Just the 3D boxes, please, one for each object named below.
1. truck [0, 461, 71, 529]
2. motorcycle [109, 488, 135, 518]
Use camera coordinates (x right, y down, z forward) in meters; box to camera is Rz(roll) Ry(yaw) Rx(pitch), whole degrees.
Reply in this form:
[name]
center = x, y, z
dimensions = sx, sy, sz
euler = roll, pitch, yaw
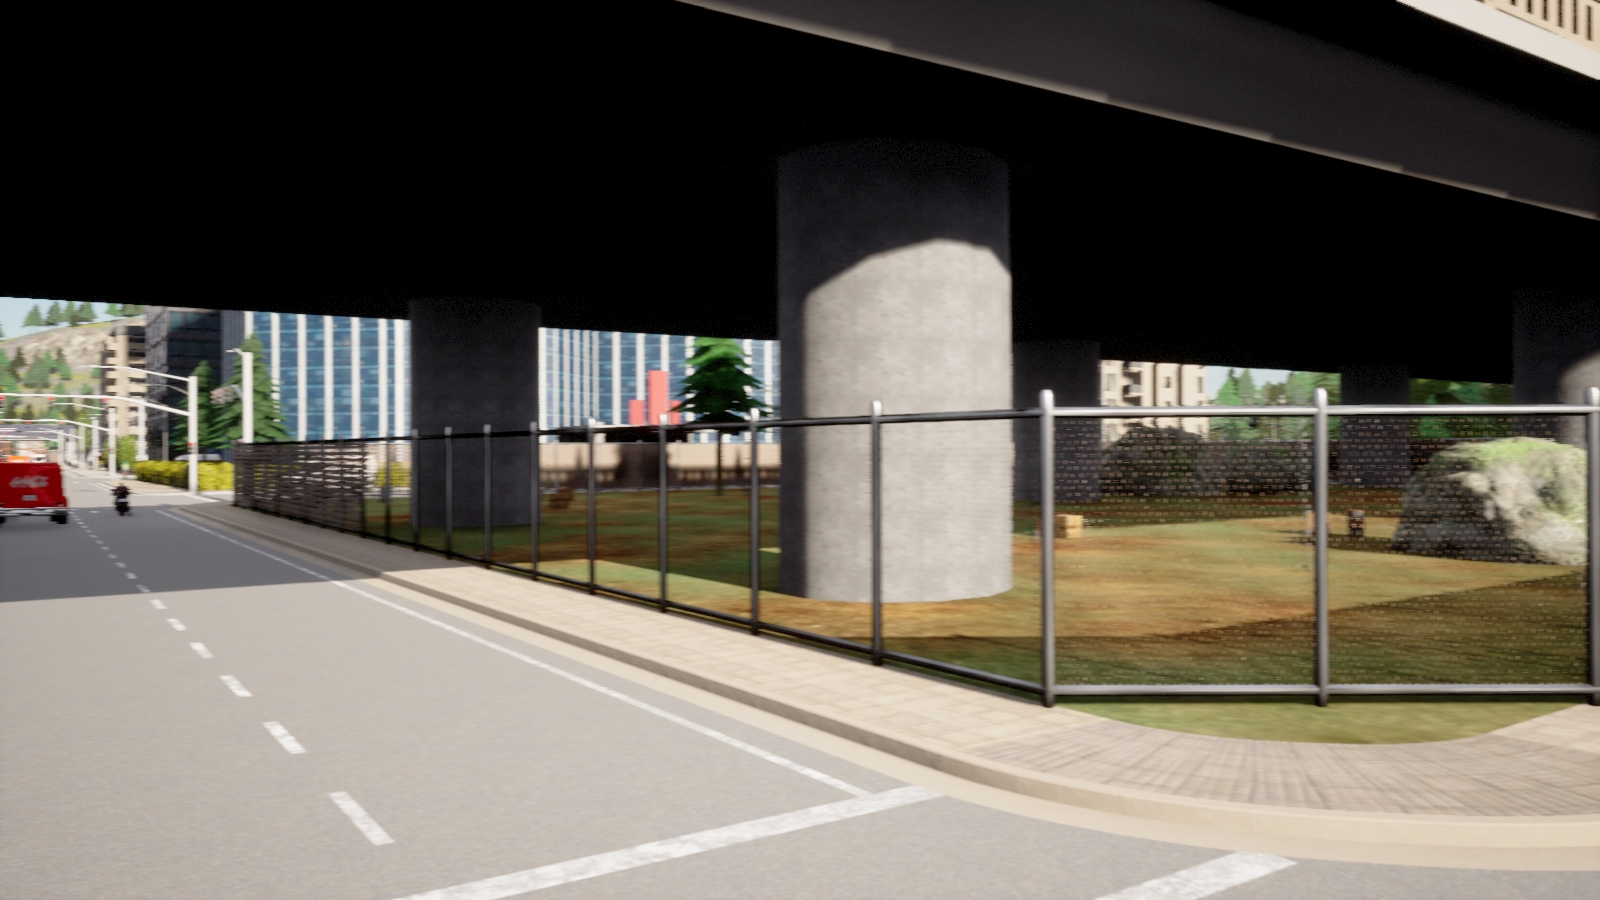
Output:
[truck]
center = -30.549, 1.704, 45.258
dimensions = 2.627, 2.467, 5.204
euler = 0, 0, -35
[motorcycle]
center = -30.212, 2.337, 50.897
dimensions = 0.867, 1.251, 2.209
euler = 0, 0, -34
